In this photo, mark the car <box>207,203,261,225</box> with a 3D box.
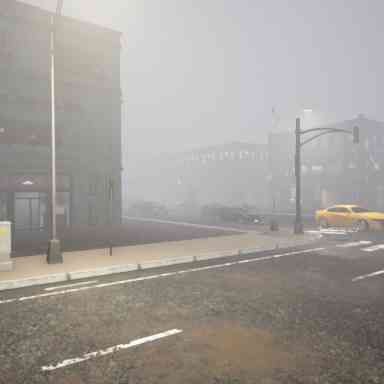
[{"bbox_3d":[3.529,1.814,26.592,1.947,1.339,4.313,-1,0,-35],"label":"car"}]

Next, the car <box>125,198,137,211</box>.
[{"bbox_3d":[-6.794,1.958,45.832,2.128,1.511,4.902,-1,0,-35],"label":"car"}]

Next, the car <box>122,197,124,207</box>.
[{"bbox_3d":[-13.626,1.939,65.384,2.192,1.841,5.009,-1,0,-35],"label":"car"}]

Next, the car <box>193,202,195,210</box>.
[{"bbox_3d":[2.416,1.903,42.830,1.802,1.307,4.206,-2,0,-35],"label":"car"}]

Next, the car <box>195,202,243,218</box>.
[{"bbox_3d":[2.595,1.845,32.604,1.994,1.385,4.181,-1,0,-35],"label":"car"}]

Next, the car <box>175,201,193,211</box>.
[{"bbox_3d":[-0.790,1.965,47.340,1.802,1.307,4.206,-2,0,-35],"label":"car"}]

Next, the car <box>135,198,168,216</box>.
[{"bbox_3d":[-4.416,1.846,37.971,1.967,1.590,4.097,-1,0,-35],"label":"car"}]

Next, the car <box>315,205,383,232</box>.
[{"bbox_3d":[9.973,1.567,20.791,1.882,1.535,5.008,0,-2,-22],"label":"car"}]

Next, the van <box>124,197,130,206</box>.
[{"bbox_3d":[-10.418,1.906,60.874,1.690,1.788,3.998,-1,0,-35],"label":"van"}]
